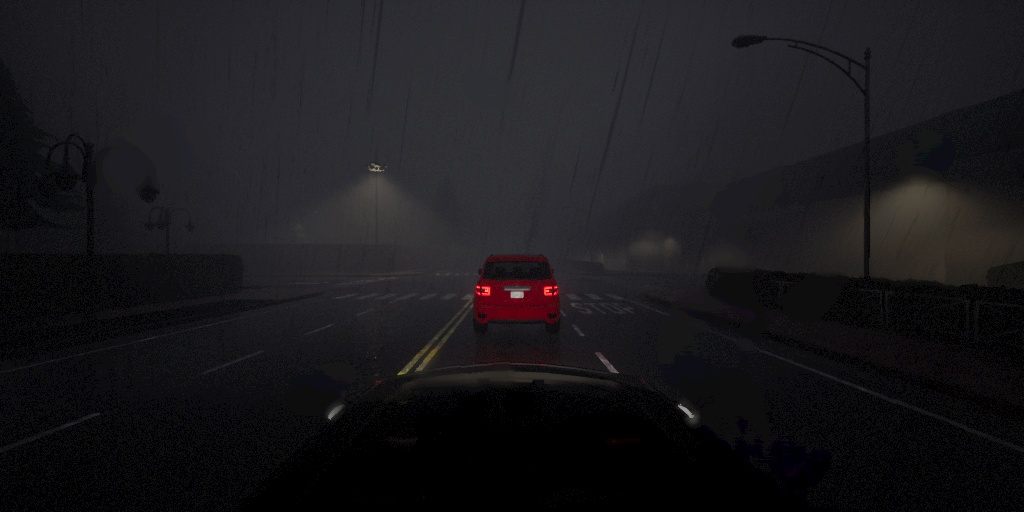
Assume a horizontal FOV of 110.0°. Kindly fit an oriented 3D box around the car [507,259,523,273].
[{"bbox_3d":[0.368,1.228,45.650,1.882,1.535,5.008,0,0,1],"label":"car"}]

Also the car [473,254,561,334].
[{"bbox_3d":[0.124,0.971,10.800,2.150,2.045,5.566,0,0,0],"label":"car"}]
